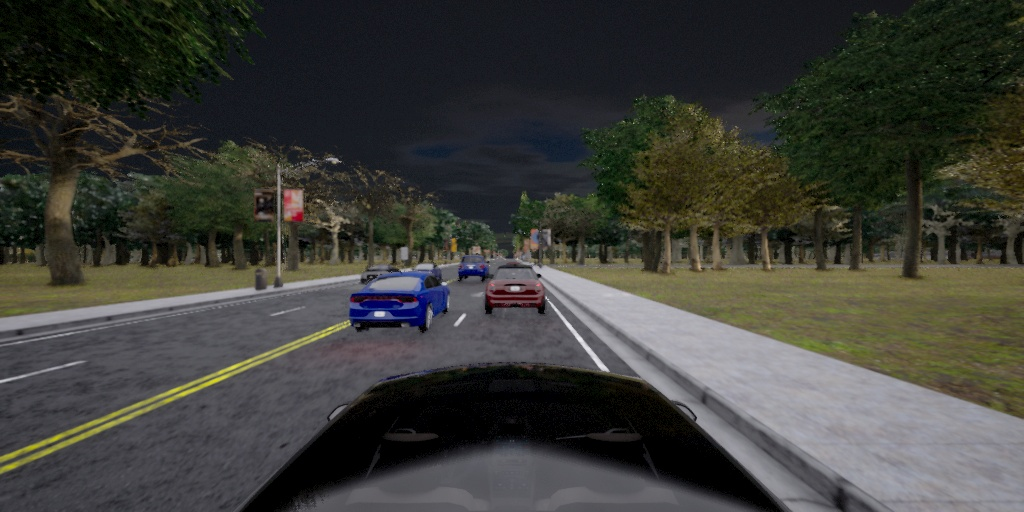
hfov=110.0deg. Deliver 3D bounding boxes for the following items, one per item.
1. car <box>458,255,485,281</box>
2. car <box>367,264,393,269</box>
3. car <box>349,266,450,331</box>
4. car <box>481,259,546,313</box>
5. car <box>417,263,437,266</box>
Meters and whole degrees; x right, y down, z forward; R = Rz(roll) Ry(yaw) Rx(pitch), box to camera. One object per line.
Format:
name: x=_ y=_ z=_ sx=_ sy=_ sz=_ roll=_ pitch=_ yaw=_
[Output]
car: x=-3.129 y=0.974 z=30.047 sx=2.150 sy=2.045 sz=5.566 roll=0 pitch=0 yaw=0
car: x=-9.819 y=1.316 z=27.089 sx=1.994 sy=1.385 sz=4.181 roll=0 pitch=0 yaw=0
car: x=-3.144 y=1.228 z=10.997 sx=1.882 sy=1.535 sz=5.008 roll=0 pitch=0 yaw=0
car: x=0.109 y=1.103 z=14.037 sx=2.097 sy=1.767 sz=4.553 roll=0 pitch=0 yaw=0
car: x=-6.569 y=1.278 z=27.514 sx=1.812 sy=1.442 sz=4.674 roll=0 pitch=0 yaw=0
